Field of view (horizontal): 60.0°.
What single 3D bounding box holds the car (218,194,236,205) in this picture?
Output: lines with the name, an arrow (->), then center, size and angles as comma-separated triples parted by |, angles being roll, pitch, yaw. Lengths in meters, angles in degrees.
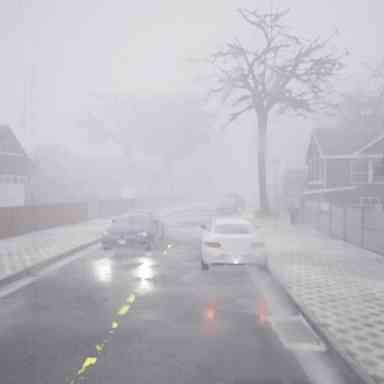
car -> 5.929, 1.245, 55.888 | 2.097, 1.767, 4.553 | 0, 0, 18

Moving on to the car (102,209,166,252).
car -> -2.266, 1.493, 14.025 | 1.812, 1.442, 4.674 | 0, 0, 5

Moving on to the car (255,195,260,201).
car -> 17.291, 1.415, 83.329 | 1.812, 1.442, 4.674 | 0, 0, 27

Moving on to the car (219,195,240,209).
car -> 4.199, 1.453, 38.301 | 1.812, 1.442, 4.674 | 0, 0, 12

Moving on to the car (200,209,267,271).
car -> 1.248, 1.504, 10.727 | 1.812, 1.442, 4.674 | 0, 0, 3

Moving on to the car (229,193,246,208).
car -> 6.430, 1.135, 48.106 | 2.150, 2.045, 5.566 | 0, 0, 16
